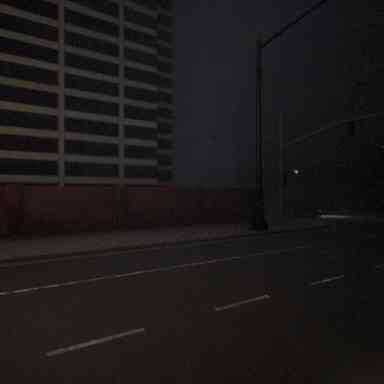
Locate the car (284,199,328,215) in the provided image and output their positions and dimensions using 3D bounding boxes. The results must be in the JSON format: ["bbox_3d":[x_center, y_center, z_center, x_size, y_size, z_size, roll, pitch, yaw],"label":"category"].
[{"bbox_3d":[11.197,1.504,33.477,1.837,1.490,4.892,0,0,-36],"label":"car"}]
